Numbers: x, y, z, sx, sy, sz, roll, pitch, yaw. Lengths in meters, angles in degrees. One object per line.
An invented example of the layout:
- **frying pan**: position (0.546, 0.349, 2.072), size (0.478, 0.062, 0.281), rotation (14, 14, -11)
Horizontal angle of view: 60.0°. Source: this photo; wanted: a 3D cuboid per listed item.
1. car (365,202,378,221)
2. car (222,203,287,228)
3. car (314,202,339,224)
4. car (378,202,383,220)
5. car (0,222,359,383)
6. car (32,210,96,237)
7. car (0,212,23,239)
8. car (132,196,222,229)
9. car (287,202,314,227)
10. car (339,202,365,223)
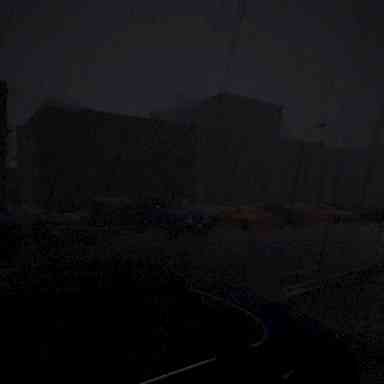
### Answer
- **car**: position (12.162, 1.590, 27.516), size (2.163, 1.488, 4.792), rotation (0, 0, -36)
- **car**: position (3.087, 1.513, 21.235), size (1.946, 1.575, 5.366), rotation (0, 0, -36)
- **car**: position (7.557, 1.532, 24.465), size (1.946, 1.575, 5.366), rotation (0, 0, -36)
- **car**: position (14.399, 1.604, 29.125), size (2.163, 1.488, 4.792), rotation (0, 0, -36)
- **car**: position (-0.642, 1.353, 2.676), size (4.553, 1.767, 2.097), rotation (0, 0, -36)
- **car**: position (-5.744, 1.533, 14.628), size (2.002, 1.452, 4.674), rotation (0, 0, -36)
- **car**: position (-7.974, 1.490, 13.006), size (2.097, 1.535, 5.008), rotation (0, 0, -36)
- **car**: position (-1.256, 1.251, 17.833), size (2.435, 2.045, 5.566), rotation (0, 0, -36)
- **car**: position (5.414, 1.555, 22.723), size (2.163, 1.488, 4.792), rotation (0, 0, -36)
- **car**: position (10.015, 1.545, 25.778), size (1.946, 1.575, 5.366), rotation (0, 0, -36)
